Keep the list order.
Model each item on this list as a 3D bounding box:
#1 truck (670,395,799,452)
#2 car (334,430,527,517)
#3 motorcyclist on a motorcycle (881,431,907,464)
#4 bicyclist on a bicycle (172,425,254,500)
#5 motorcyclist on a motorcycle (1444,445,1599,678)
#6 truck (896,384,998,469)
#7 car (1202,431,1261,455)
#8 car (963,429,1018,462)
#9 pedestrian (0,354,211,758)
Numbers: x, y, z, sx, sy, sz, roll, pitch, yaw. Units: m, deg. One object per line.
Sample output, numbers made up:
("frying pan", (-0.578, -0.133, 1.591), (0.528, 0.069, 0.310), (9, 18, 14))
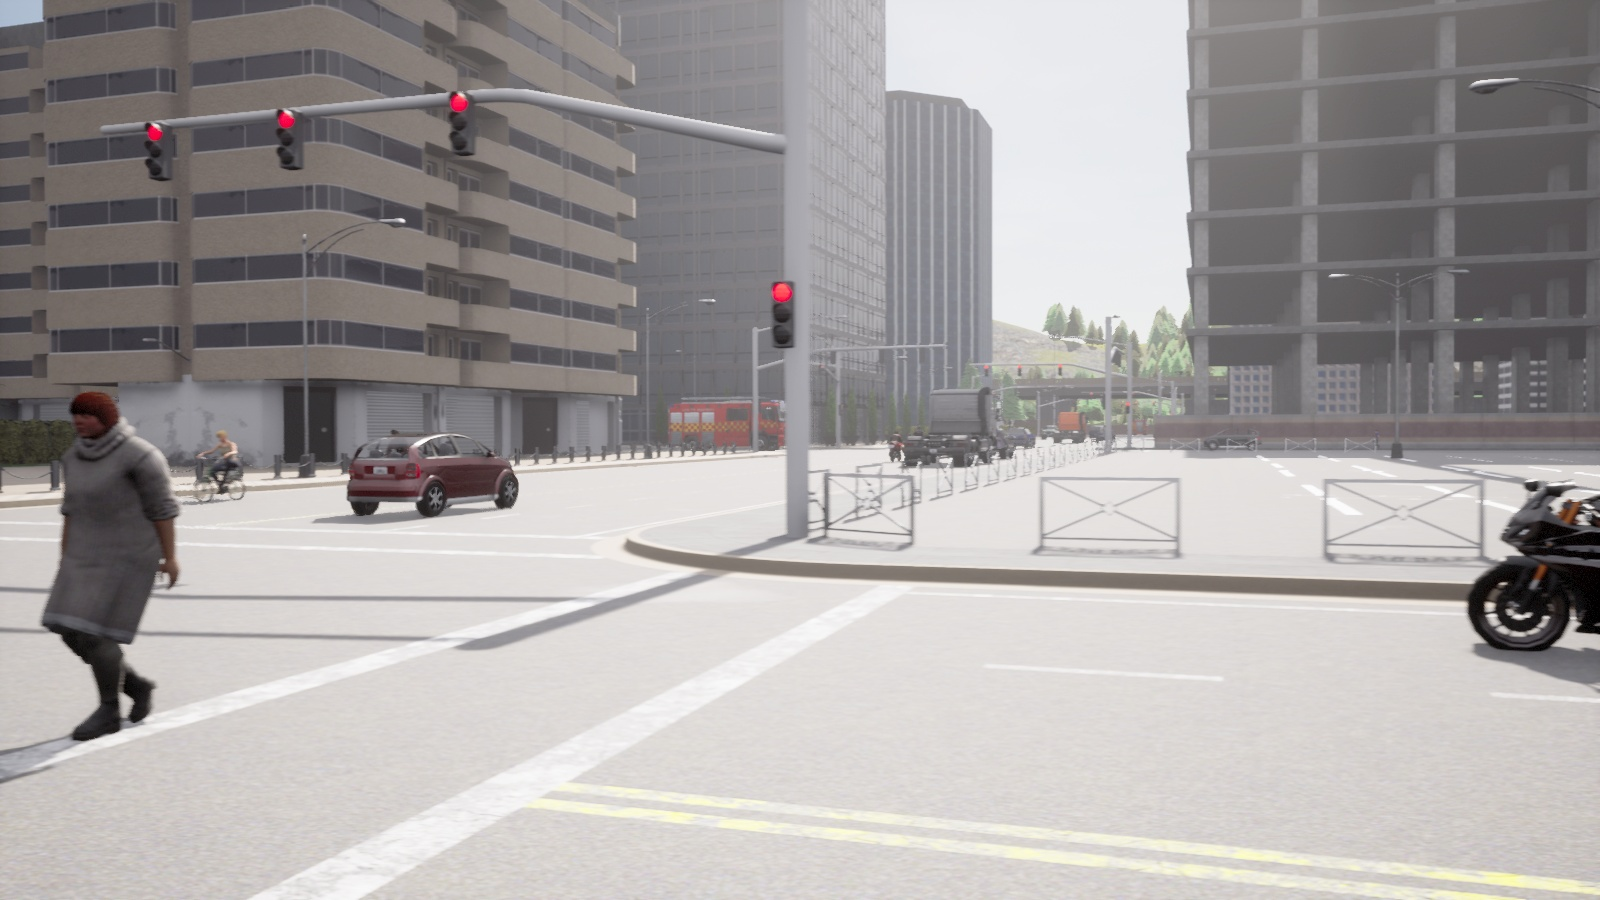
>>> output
("truck", (-4.519, -1.816, 87.212), (8.468, 3.827, 2.891), (1, 1, 18))
("car", (-7.050, 0.386, 24.352), (1.789, 1.549, 3.705), (1, 1, 19))
("motorcyclist on a motorcycle", (4.494, -0.140, 59.918), (0.797, 1.523, 2.044), (1, 1, 18))
("bicyclist on a bicycle", (-13.152, 0.260, 28.196), (0.866, 1.612, 1.509), (1, 1, 18))
("motorcyclist on a motorcycle", (5.729, 0.744, 8.643), (2.191, 1.530, 0.866), (1, 1, 19))
("truck", (6.545, -1.015, 54.872), (2.891, 3.462, 7.936), (1, 1, 18))
("car", (28.903, -0.499, 84.193), (3.705, 1.549, 1.789), (1, 1, 18))
("car", (9.972, -0.261, 65.458), (2.033, 1.649, 4.856), (1, 1, 18))
("pedestrian", (-3.700, 0.506, 6.592), (0.659, 1.952, 0.873), (1, 1, 24))
